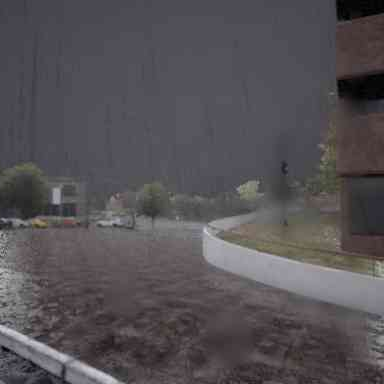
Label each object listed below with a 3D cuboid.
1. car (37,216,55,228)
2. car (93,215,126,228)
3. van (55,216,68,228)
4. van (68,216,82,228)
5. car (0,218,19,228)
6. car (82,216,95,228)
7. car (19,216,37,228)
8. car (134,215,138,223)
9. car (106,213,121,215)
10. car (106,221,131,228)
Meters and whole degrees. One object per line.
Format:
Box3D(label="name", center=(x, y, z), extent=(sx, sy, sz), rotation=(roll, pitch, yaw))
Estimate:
Box3D(label="car", center=(-24.555, 4.731, 50.969), extent=(5.366, 1.575, 1.946), rotation=(0, -5, 5))
Box3D(label="car", center=(-16.750, 6.189, 67.338), extent=(5.566, 2.045, 2.435), rotation=(0, -5, 5))
Box3D(label="van", center=(-22.976, 4.794, 53.697), extent=(4.442, 1.987, 1.878), rotation=(0, -6, 5))
Box3D(label="van", center=(-21.701, 5.079, 56.430), extent=(4.442, 1.987, 1.878), rotation=(0, -6, 5))
Box3D(label="car", center=(-26.908, 4.205, 45.484), extent=(4.674, 1.452, 2.002), rotation=(0, -5, 5))
Box3D(label="car", center=(-20.540, 5.588, 59.135), extent=(4.892, 1.521, 2.231), rotation=(0, -5, 5))
Box3D(label="car", center=(-25.648, 4.490, 48.223), extent=(4.674, 1.452, 2.002), rotation=(0, -6, 5))
Box3D(label="car", center=(-16.843, 7.939, 89.042), extent=(2.163, 1.488, 4.792), rotation=(1, 1, 10))
Box3D(label="car", center=(-21.943, 7.709, 92.181), extent=(2.185, 1.767, 4.553), rotation=(0, 1, 10))
Box3D(label="car", center=(-15.459, 6.763, 70.038), extent=(4.674, 1.452, 2.002), rotation=(0, -5, 5))
